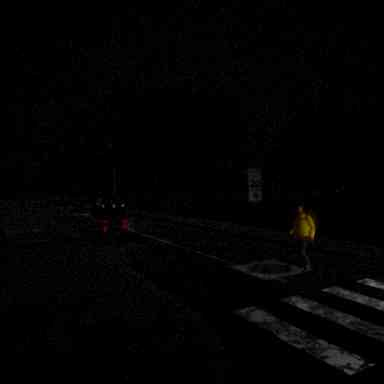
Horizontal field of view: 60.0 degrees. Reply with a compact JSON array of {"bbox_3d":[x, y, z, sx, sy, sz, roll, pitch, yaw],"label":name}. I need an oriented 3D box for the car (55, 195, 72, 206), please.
[{"bbox_3d":[-20.160,1.245,52.056,2.097,1.767,4.553,-2,1,-28],"label":"car"}]

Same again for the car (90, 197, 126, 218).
[{"bbox_3d":[-7.303,1.194,28.545,2.097,1.767,4.553,-2,1,-29],"label":"car"}]

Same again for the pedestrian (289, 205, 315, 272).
[{"bbox_3d":[2.939,1.178,8.807,0.375,1.860,0.375,-1,1,-29],"label":"pedestrian"}]
